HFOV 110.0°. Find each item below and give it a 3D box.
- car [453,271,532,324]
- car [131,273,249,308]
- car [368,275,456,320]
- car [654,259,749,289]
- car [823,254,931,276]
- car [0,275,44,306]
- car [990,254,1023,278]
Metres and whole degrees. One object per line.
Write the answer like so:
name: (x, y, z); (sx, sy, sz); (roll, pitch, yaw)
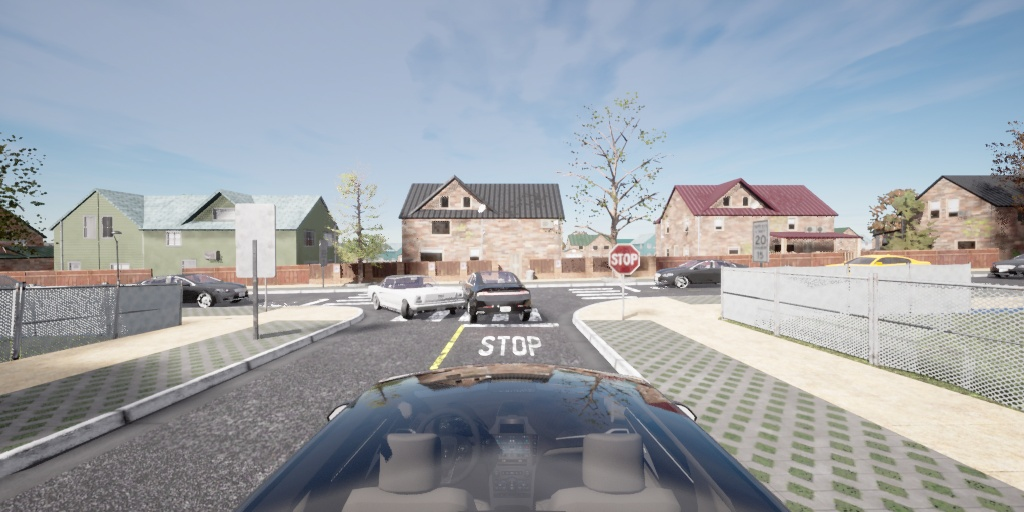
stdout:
car: (-0.685, 1.242, 12.162); (2.128, 1.511, 4.902); (0, 0, -12)
car: (-14.902, 1.566, 16.518); (4.902, 1.511, 2.128); (-1, 1, 0)
car: (-3.602, 1.368, 13.022); (1.895, 1.301, 4.718); (0, 0, -38)
car: (10.331, 0.925, 19.570); (4.902, 1.511, 2.128); (-1, 1, 0)
car: (19.761, 0.690, 19.607); (5.008, 1.535, 1.882); (-1, 1, -1)
car: (-24.239, 1.648, 16.477); (4.553, 1.767, 2.097); (-1, 1, 0)
car: (29.386, 0.477, 19.643); (4.902, 1.511, 2.128); (-1, 1, 0)
